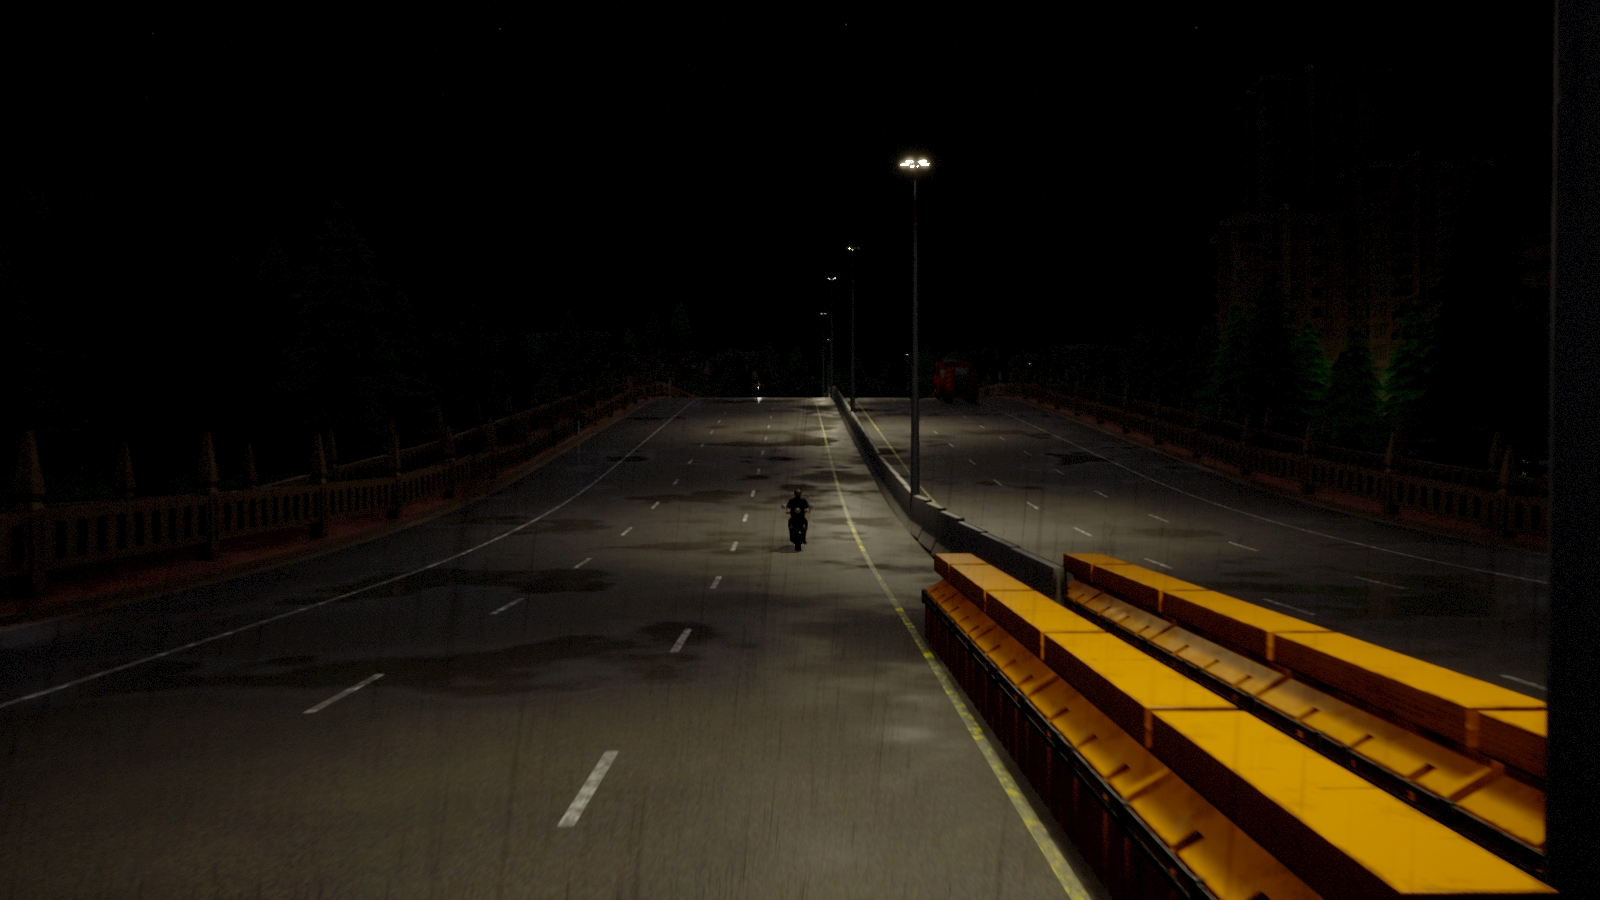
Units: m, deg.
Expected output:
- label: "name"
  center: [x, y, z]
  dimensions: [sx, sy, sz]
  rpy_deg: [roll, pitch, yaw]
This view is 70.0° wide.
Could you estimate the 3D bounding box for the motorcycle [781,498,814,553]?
- label: "motorcycle"
  center: [-0.060, 2.016, 30.805]
  dimensions: [0.856, 1.316, 1.805]
  rpy_deg: [0, 2, 0]
